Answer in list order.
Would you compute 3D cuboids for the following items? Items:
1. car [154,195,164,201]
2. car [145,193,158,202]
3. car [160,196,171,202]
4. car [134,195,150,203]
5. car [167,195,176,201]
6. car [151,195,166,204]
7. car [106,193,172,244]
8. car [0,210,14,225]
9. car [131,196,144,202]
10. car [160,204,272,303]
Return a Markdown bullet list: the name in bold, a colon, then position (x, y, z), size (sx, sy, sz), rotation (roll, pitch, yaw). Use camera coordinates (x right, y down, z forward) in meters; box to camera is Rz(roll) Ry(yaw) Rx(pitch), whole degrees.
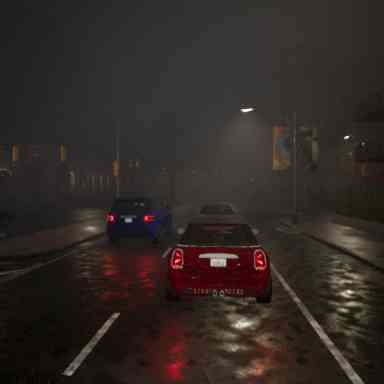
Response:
- **car**: position (-8.665, 1.535, 87.676), size (1.994, 1.385, 4.181), rotation (0, 0, 4)
- **car**: position (-9.400, 1.210, 77.701), size (2.150, 2.045, 5.566), rotation (0, 0, 4)
- **car**: position (-6.042, 1.538, 75.652), size (1.994, 1.385, 4.181), rotation (0, 0, 4)
- **car**: position (-10.120, 1.478, 67.962), size (2.128, 1.511, 4.902), rotation (0, 0, 4)
- **car**: position (-5.304, 1.507, 85.666), size (1.812, 1.442, 4.674), rotation (0, 0, 4)
- **car**: position (-6.714, 1.478, 66.774), size (2.128, 1.511, 4.902), rotation (0, 0, 5)
- **car**: position (-2.321, 1.218, 15.876), size (2.150, 2.045, 5.566), rotation (0, 0, 4)
- **car**: position (-13.573, 1.639, 21.096), size (1.895, 1.301, 4.718), rotation (0, 0, 4)
- **car**: position (-12.651, 1.580, 77.804), size (1.895, 1.301, 4.718), rotation (0, 0, 4)
- **car**: position (0.650, 1.350, 8.399), size (2.097, 1.767, 4.553), rotation (0, 0, 4)
